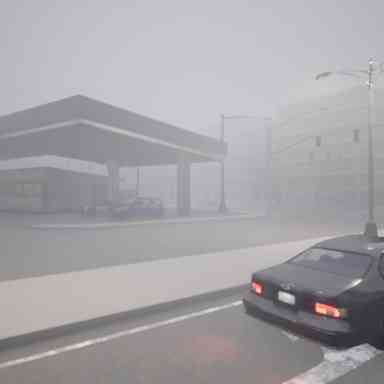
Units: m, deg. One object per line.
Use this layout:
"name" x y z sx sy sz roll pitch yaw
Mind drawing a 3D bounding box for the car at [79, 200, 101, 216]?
"car" -8.455 1.440 30.949 3.806 1.475 1.970 0 0 -35

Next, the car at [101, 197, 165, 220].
"car" -4.498 1.279 26.715 4.611 1.667 2.242 0 0 -35

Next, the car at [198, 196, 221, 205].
"car" 2.973 1.477 56.760 1.812 1.442 4.674 0 0 -37

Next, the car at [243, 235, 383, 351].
"car" 3.375 1.537 6.152 5.357 1.411 2.033 0 0 -36
